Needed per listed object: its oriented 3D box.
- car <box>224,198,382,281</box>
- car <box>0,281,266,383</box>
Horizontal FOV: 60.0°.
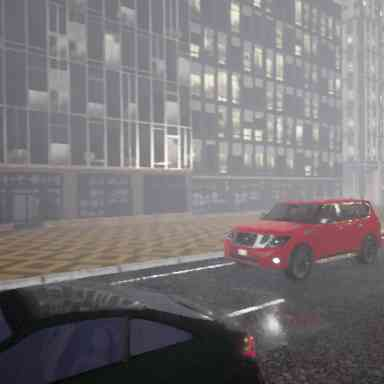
[{"bbox_3d":[3.584,1.218,10.177,5.566,2.045,2.150,0,0,-35],"label":"car"},{"bbox_3d":[-1.368,1.563,2.698,4.181,1.385,1.994,0,0,-35],"label":"car"}]
